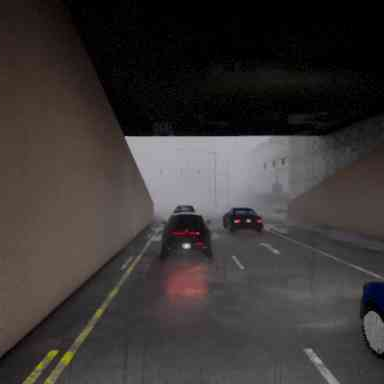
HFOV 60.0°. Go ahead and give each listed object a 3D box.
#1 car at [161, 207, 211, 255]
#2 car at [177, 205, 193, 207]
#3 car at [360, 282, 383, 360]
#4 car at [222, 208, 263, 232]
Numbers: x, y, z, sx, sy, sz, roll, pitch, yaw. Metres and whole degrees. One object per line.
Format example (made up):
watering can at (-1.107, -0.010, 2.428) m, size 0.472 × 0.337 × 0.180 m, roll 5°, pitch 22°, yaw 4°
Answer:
car at (-0.236, 1.608, 13.885) m, size 1.837 × 1.490 × 4.892 m, roll 0°, pitch 0°, yaw -1°
car at (-0.559, 1.738, 26.242) m, size 2.033 × 1.411 × 5.357 m, roll 0°, pitch 0°, yaw 1°
car at (3.430, 1.493, 2.961) m, size 1.882 × 1.535 × 5.008 m, roll 0°, pitch 0°, yaw 0°
car at (3.102, 1.693, 21.132) m, size 2.033 × 1.411 × 5.357 m, roll 0°, pitch 0°, yaw -1°
